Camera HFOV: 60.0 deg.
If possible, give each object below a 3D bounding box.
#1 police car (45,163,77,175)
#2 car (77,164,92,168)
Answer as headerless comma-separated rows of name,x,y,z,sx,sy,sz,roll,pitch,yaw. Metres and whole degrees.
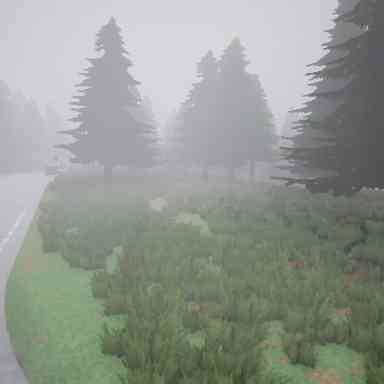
police car,-15.662,-2.846,39.306,1.930,1.638,5.238,1,7,-3
car,-15.155,-3.801,48.578,1.812,1.442,4.674,2,7,9
